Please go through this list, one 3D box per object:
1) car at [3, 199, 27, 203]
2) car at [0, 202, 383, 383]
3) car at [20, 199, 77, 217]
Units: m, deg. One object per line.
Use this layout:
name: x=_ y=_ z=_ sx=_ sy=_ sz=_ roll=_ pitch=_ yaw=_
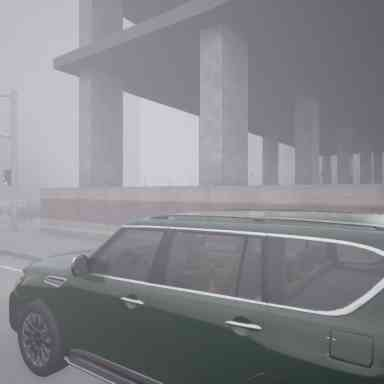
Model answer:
car: x=-13.189 y=1.581 z=28.571 sx=1.812 sy=1.442 sz=4.674 roll=0 pitch=0 yaw=36
car: x=0.130 y=1.221 z=3.890 sx=5.566 sy=2.045 sz=2.150 roll=0 pitch=0 yaw=35
car: x=-14.282 y=1.547 z=33.407 sx=2.128 sy=1.511 sz=4.902 roll=0 pitch=0 yaw=36
